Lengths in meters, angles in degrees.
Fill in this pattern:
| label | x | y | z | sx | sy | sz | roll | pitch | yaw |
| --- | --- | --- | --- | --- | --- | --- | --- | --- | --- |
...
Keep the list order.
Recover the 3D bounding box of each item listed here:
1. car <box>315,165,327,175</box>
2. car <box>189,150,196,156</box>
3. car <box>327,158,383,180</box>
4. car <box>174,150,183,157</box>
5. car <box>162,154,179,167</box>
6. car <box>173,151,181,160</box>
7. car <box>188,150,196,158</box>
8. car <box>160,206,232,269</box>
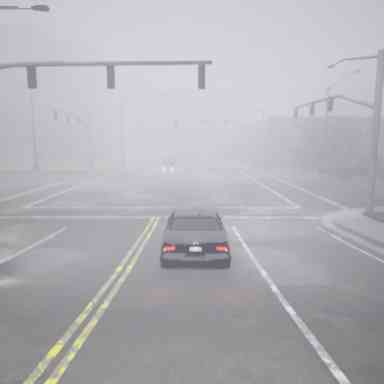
| label | x | y | z | sx | sy | sz | roll | pitch | yaw |
| --- | --- | --- | --- | --- | --- | --- | --- | --- | --- |
| car | 16.305 | -2.612 | 36.870 | 4.902 | 1.511 | 2.128 | 0 | 9 | 0 |
| car | 0.075 | -10.753 | 91.027 | 1.837 | 1.490 | 4.892 | 0 | 9 | 0 |
| car | 17.051 | -2.357 | 33.361 | 5.566 | 2.045 | 2.150 | 0 | 9 | 1 |
| car | -3.442 | -7.666 | 70.790 | 2.033 | 1.411 | 5.357 | 0 | 9 | 0 |
| car | -3.554 | -4.691 | 51.080 | 2.033 | 1.411 | 5.357 | 0 | 9 | 0 |
| car | -3.518 | -6.164 | 60.576 | 1.837 | 1.490 | 4.892 | 0 | 9 | 0 |
| car | 0.065 | -8.872 | 78.385 | 1.882 | 1.535 | 5.008 | 0 | 9 | 0 |
| car | 0.089 | 1.158 | 10.148 | 2.033 | 1.411 | 5.357 | 0 | 5 | 0 |
